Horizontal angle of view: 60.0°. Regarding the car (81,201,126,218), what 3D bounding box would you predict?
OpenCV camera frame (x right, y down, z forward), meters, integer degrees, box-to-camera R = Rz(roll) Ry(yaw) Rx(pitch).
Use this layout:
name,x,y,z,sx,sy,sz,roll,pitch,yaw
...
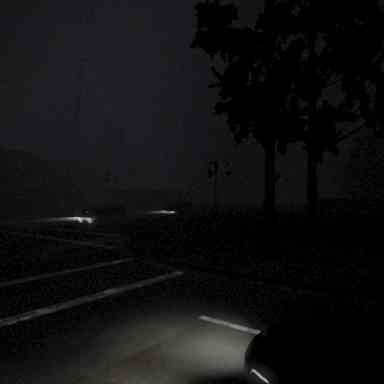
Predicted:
name,x,y,z,sx,sy,sz,roll,pitch,yaw
car,-8.013,1.540,30.463,1.994,1.385,4.181,0,0,34

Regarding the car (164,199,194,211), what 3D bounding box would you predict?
name,x,y,z,sx,sy,sz,roll,pitch,yaw
car,-1.550,1.539,40.060,1.994,1.385,4.181,0,0,34

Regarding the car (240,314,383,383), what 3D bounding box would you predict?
name,x,y,z,sx,sy,sz,roll,pitch,yaw
car,2.564,1.527,2.145,4.674,1.442,1.812,0,0,36
